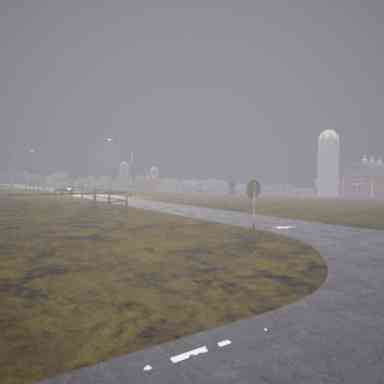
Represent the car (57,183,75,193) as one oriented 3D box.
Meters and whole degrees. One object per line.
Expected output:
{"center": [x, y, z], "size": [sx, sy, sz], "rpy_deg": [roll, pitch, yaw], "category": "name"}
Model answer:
{"center": [-19.008, -0.642, 49.722], "size": [2.128, 1.511, 4.902], "rpy_deg": [2, 1, -36], "category": "car"}
